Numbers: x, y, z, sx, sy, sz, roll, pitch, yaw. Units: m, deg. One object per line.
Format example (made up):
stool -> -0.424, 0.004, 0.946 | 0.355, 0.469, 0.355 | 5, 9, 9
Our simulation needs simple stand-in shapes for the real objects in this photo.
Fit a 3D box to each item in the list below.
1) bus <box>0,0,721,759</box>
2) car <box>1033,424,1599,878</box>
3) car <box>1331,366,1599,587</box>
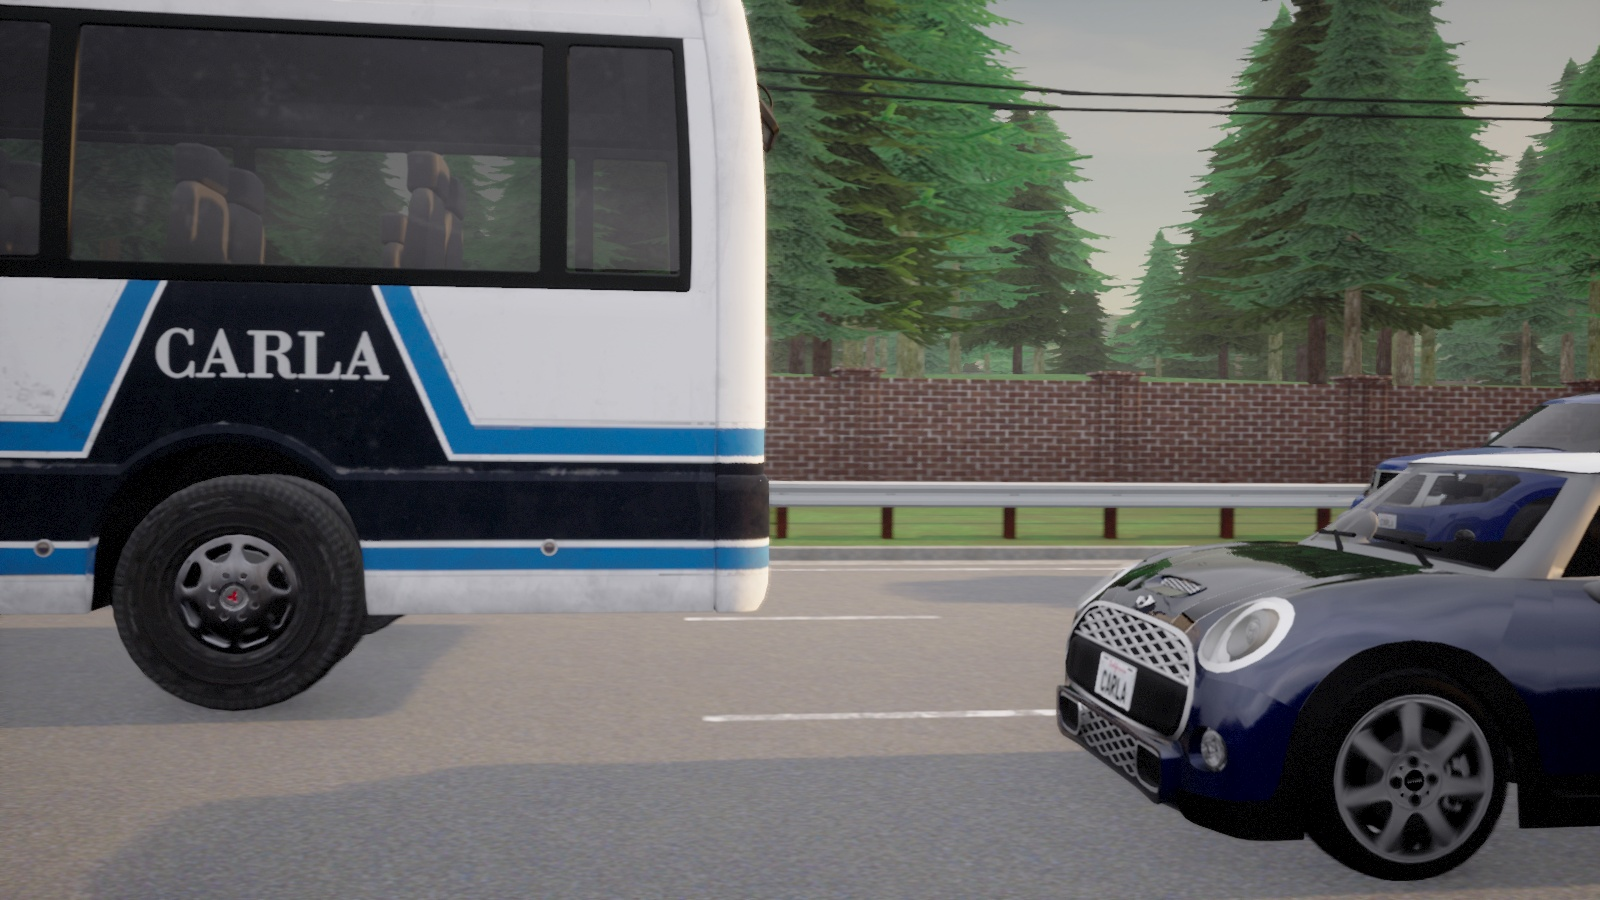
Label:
bus -> -5.765, -0.641, 7.785 | 10.273, 4.253, 3.944 | -1, 1, -7
car -> 3.141, 0.637, 5.339 | 3.806, 1.475, 1.970 | -1, 1, -7
car -> 8.728, 0.196, 13.045 | 5.566, 2.045, 2.150 | -1, 1, -7
